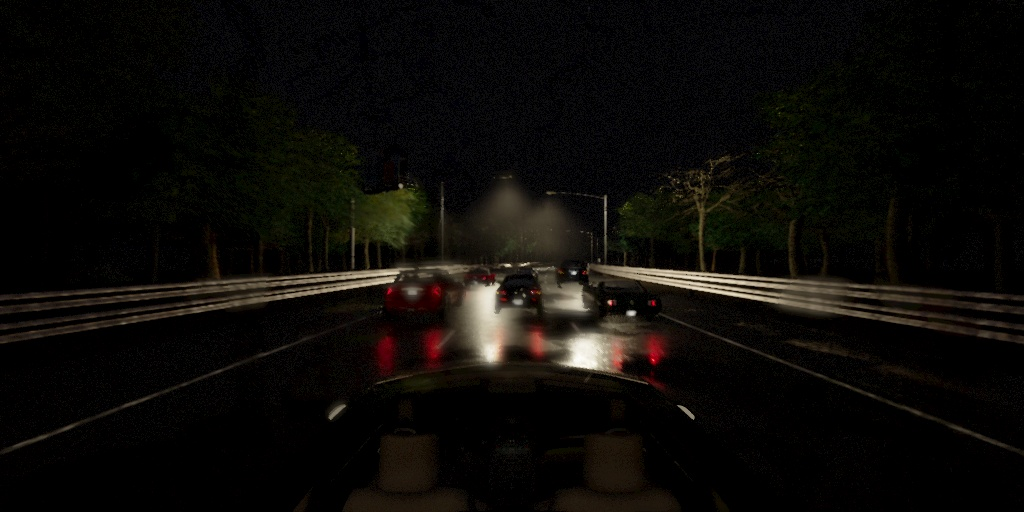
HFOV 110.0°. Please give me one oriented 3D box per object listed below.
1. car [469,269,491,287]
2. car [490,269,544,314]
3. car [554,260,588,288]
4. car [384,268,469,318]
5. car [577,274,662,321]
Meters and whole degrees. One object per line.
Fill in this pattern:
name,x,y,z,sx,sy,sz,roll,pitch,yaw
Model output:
car,-2.445,1.702,28.343,1.895,1.301,4.718,0,-1,5
car,0.336,1.446,14.638,1.812,1.442,4.674,0,-1,3
car,4.496,1.317,27.382,2.150,2.045,5.566,0,-1,5
car,-3.196,1.260,13.956,2.097,1.767,4.553,0,-1,3
car,3.774,1.505,13.251,1.895,1.301,4.718,0,-1,3
